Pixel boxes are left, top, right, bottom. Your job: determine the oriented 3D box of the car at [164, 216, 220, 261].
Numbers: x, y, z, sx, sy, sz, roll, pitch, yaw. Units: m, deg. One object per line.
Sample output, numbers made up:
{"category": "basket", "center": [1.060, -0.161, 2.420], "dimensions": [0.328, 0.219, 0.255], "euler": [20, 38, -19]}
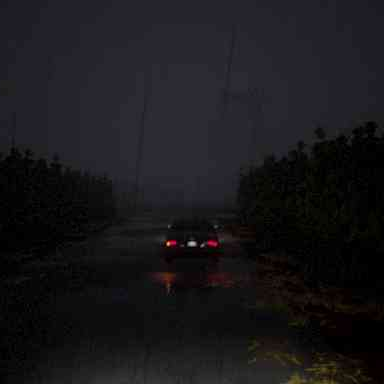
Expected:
{"category": "car", "center": [0.013, 1.605, 12.475], "dimensions": [2.033, 1.411, 5.357], "euler": [0, 0, 0]}
